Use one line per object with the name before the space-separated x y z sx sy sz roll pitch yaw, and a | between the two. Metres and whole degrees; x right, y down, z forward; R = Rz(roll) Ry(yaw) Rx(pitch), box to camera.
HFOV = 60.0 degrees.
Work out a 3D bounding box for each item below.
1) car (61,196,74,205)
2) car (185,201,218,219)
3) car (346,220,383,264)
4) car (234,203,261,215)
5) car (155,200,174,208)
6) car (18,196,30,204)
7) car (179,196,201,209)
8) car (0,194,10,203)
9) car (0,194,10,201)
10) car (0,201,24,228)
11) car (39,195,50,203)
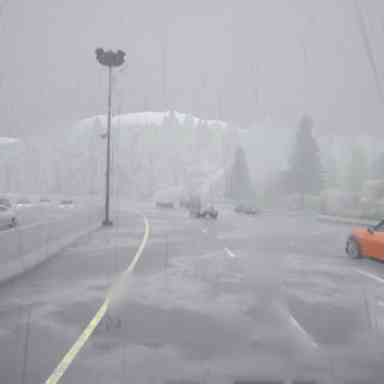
car | -21.980 1.455 58.597 1.882 1.535 5.008 2 -1 -22
car | 0.986 1.853 31.613 1.895 1.301 4.718 1 0 -11
car | 6.920 1.573 10.670 2.097 1.767 4.553 1 0 -3
car | 6.463 1.984 39.155 1.994 1.385 4.181 1 -1 -13
car | -4.422 1.896 52.543 1.895 1.301 4.718 1 0 -20
car | -30.231 1.447 59.977 1.895 1.301 4.718 1 0 -25
car | -0.304 1.588 50.901 2.150 2.045 5.566 2 -1 -18
car | -35.314 1.207 62.362 1.837 1.490 4.892 1 0 -26
car | -16.209 1.214 26.715 2.097 1.767 4.553 1 0 -10
car | -11.518 1.427 18.762 1.812 1.442 4.674 1 0 -7
car | -29.153 1.383 65.682 2.033 1.411 5.357 1 0 -26
